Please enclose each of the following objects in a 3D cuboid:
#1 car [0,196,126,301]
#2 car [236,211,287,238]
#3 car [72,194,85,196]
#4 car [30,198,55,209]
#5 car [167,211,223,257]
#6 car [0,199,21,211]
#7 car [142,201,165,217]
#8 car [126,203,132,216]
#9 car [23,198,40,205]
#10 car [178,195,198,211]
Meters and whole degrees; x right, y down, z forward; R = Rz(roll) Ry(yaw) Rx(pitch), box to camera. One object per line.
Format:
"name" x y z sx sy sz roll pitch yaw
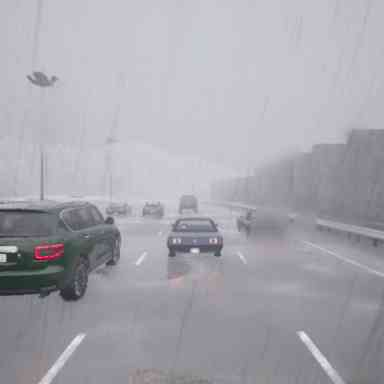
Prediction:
"car" -3.395 1.254 8.526 2.150 2.045 5.566 0 0 0
"car" 3.585 1.678 18.041 1.895 1.301 4.718 0 0 -1
"car" -19.929 1.439 57.984 2.150 2.045 5.566 0 0 -8
"car" -22.333 1.658 49.757 1.882 1.535 5.008 0 0 -5
"car" 0.102 1.655 13.217 1.895 1.301 4.718 0 0 0
"car" -25.549 1.707 45.395 2.033 1.411 5.357 0 0 -4
"car" -3.714 1.620 32.448 2.128 1.511 4.902 0 0 -2
"car" -7.257 1.729 33.449 1.895 1.301 4.718 0 0 -2
"car" -32.297 1.835 67.020 1.895 1.301 4.718 0 0 -11
"car" -0.509 1.386 40.420 2.150 2.045 5.566 0 0 -3
